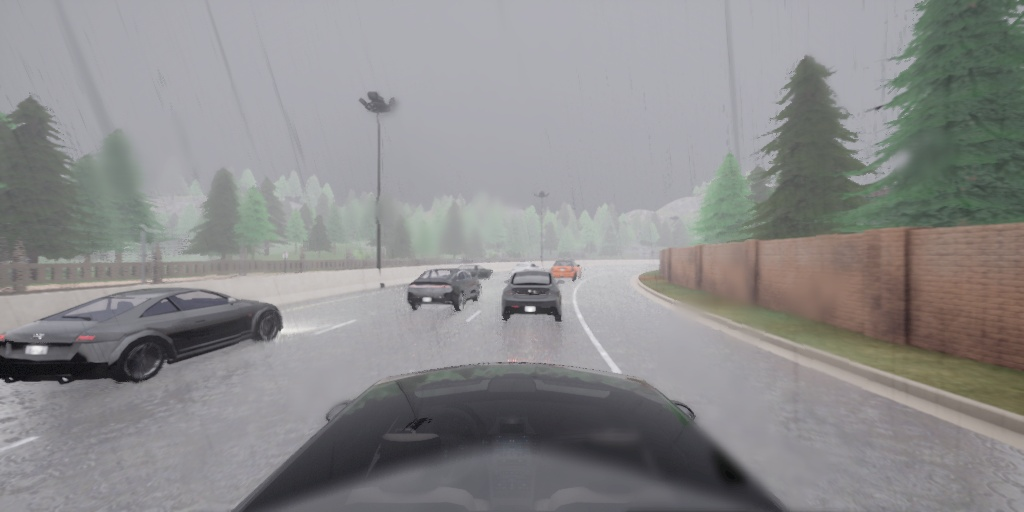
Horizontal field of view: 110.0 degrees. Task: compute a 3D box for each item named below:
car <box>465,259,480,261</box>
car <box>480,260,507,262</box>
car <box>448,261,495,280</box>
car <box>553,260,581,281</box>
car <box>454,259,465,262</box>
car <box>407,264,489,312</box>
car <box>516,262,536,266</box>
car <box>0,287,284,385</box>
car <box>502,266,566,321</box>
[{"bbox_3d":[-4.607,1.297,53.226,1.994,1.385,4.181,0,0,29],"label":"car"},{"bbox_3d":[-1.893,1.282,51.019,2.033,1.411,5.357,0,0,28],"label":"car"},{"bbox_3d":[-3.128,1.341,28.859,1.895,1.301,4.718,0,0,16],"label":"car"},{"bbox_3d":[4.554,1.096,29.979,2.097,1.767,4.553,0,0,17],"label":"car"},{"bbox_3d":[-7.921,1.236,54.468,1.837,1.490,4.892,0,0,28],"label":"car"},{"bbox_3d":[-2.526,1.237,14.308,2.128,1.511,4.902,0,0,7],"label":"car"},{"bbox_3d":[1.291,1.268,31.307,1.812,1.442,4.674,0,0,17],"label":"car"},{"bbox_3d":[-6.673,1.309,7.115,1.994,1.385,4.181,0,0,3],"label":"car"},{"bbox_3d":[0.766,1.252,12.548,1.837,1.490,4.892,0,0,6],"label":"car"}]
